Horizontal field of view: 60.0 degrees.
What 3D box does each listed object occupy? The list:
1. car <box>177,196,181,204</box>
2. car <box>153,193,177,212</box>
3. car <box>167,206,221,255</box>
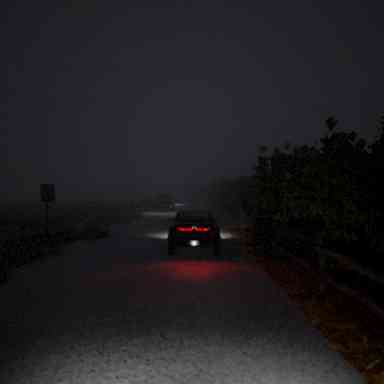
[{"bbox_3d":[-3.110,1.430,60.824,1.994,1.385,4.181,0,0,0],"label":"car"},{"bbox_3d":[-3.201,1.135,38.559,2.150,2.045,5.566,0,0,0],"label":"car"},{"bbox_3d":[0.082,1.469,13.173,1.837,1.490,4.892,0,-2,0],"label":"car"}]
